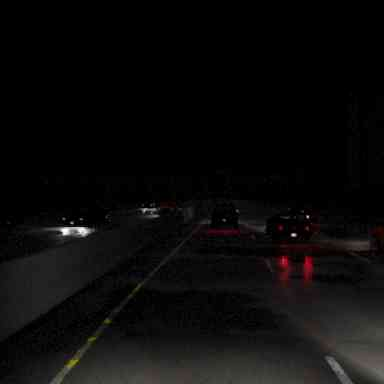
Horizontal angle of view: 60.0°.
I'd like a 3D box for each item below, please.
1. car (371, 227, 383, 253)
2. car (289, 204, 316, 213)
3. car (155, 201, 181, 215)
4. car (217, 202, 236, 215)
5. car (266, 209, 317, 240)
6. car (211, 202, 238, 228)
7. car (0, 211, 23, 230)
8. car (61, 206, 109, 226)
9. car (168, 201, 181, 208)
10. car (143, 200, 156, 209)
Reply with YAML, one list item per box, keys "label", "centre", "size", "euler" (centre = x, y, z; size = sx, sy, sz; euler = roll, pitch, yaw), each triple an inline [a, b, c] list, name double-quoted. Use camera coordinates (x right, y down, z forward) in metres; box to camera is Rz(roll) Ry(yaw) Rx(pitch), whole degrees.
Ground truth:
- label: "car"
  centre: [8.015, 1.638, 11.486]
  size: [1.882, 1.535, 5.008]
  euler: [0, -1, 6]
- label: "car"
  centre: [10.156, 1.920, 30.811]
  size: [1.837, 1.490, 4.892]
  euler: [0, -1, 6]
- label: "car"
  centre: [-2.876, 1.998, 41.879]
  size: [1.882, 1.535, 5.008]
  euler: [0, -1, 7]
- label: "car"
  centre: [4.377, 2.040, 41.993]
  size: [2.128, 1.511, 4.902]
  euler: [0, -1, 6]
- label: "car"
  centre: [5.246, 1.838, 18.510]
  size: [1.895, 1.301, 4.718]
  euler: [0, -1, 6]
- label: "car"
  centre: [2.469, 1.789, 25.106]
  size: [1.882, 1.535, 5.008]
  euler: [0, -1, 6]
- label: "car"
  centre: [-12.405, 1.793, 20.006]
  size: [1.895, 1.301, 4.718]
  euler: [0, -1, 6]
- label: "car"
  centre: [-8.186, 1.834, 26.157]
  size: [2.033, 1.411, 5.357]
  euler: [0, -1, 6]
- label: "car"
  centre: [-3.416, 2.456, 67.413]
  size: [1.895, 1.301, 4.718]
  euler: [0, -1, 6]
- label: "car"
  centre: [-7.656, 2.299, 61.360]
  size: [1.837, 1.490, 4.892]
  euler: [0, -1, 7]
